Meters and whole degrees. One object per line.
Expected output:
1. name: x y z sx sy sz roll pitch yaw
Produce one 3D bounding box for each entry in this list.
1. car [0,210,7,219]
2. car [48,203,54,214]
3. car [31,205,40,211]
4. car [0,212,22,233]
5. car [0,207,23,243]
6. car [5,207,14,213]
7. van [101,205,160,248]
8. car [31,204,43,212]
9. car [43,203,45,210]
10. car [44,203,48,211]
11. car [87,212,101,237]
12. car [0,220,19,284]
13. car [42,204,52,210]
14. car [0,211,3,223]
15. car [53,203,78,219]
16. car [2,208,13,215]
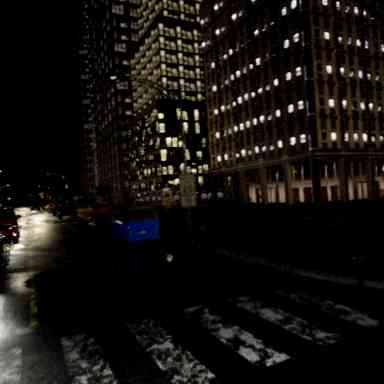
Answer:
1. car: -30.035 3.493 51.769 1.802 1.307 4.206 -3 0 -26
2. car: -20.105 2.602 50.505 2.192 1.841 5.009 -3 0 -26
3. car: -40.544 4.019 85.990 1.994 1.385 4.181 -4 0 -26
4. car: -15.756 2.529 28.596 1.812 1.442 4.674 -4 0 -26
5. car: -11.233 1.935 19.333 2.150 2.045 5.566 -4 0 -26
6. car: -44.695 4.425 81.582 1.802 1.307 4.206 -3 0 -26
7. van: -2.900 1.529 15.777 1.690 1.788 3.998 -3 0 -26
8. car: -36.124 3.823 77.012 1.812 1.442 4.674 -4 0 -26
9. car: -29.864 3.460 70.380 2.008 1.369 4.403 -3 0 -26
10. car: -24.991 2.913 60.443 2.192 1.841 5.009 -3 0 -26
11. car: -5.412 1.894 20.704 1.887 1.381 4.507 -3 0 -26
12. car: -6.795 1.921 10.346 2.128 1.511 4.902 -4 0 -26
13. car: -37.193 3.941 85.287 1.947 1.339 4.313 -3 0 -26
14. car: -25.150 3.151 41.830 2.008 1.369 4.403 -3 0 -26
15. car: -15.218 2.291 40.567 2.192 1.841 5.009 -3 0 -26
16. car: -39.808 4.115 71.645 1.802 1.307 4.206 -3 0 -26
